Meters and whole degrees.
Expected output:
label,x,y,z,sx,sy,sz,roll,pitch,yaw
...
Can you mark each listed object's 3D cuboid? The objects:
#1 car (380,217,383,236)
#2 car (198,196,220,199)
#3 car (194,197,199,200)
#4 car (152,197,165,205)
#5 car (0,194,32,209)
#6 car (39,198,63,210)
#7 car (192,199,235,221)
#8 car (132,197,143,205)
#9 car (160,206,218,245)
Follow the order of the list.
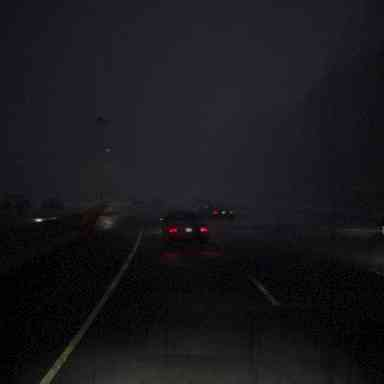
label,x,y,z,sx,sy,sz,roll,pitch,yaw
car,10.067,1.353,13.919,1.882,1.535,5.008,0,0,-5
car,2.586,1.444,38.623,1.882,1.535,5.008,0,0,-13
car,1.446,1.505,58.227,1.812,1.442,4.674,-1,0,-13
car,-5.964,1.549,59.129,1.882,1.535,5.008,-1,0,-13
car,-18.253,1.064,34.482,2.150,2.045,5.566,-1,0,-13
car,-14.850,1.314,35.316,1.882,1.535,5.008,-1,0,-13
car,1.767,1.525,26.398,2.033,1.411,5.357,-1,0,-12
car,-10.165,1.614,61.851,2.128,1.511,4.902,-1,0,-13
car,-0.450,1.552,15.593,2.033,1.411,5.357,-1,0,-7
